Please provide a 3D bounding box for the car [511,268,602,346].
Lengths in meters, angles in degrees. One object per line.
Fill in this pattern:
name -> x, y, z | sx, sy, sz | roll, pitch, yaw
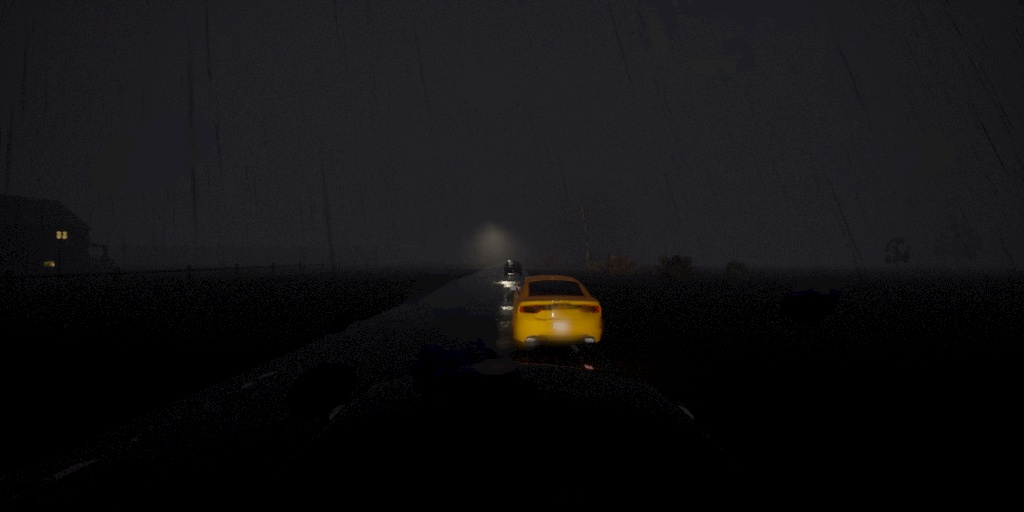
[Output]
car -> 0.974, 1.239, 9.484 | 1.882, 1.535, 5.008 | 0, 0, 0

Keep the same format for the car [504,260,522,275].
car -> 0.132, 1.296, 39.146 | 2.128, 1.511, 4.902 | 0, 0, 0
